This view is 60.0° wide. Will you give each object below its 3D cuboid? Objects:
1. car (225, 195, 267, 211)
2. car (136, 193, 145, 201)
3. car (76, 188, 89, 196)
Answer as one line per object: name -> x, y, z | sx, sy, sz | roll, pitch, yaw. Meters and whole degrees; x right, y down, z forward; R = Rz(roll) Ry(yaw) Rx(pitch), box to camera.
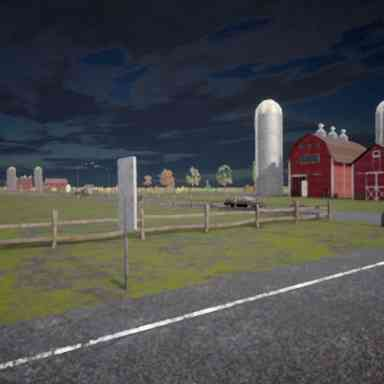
car -> 5.665, 1.078, 35.308 | 1.882, 1.535, 5.008 | -1, 1, -36
car -> -10.041, 0.890, 57.232 | 2.033, 1.411, 5.357 | -1, 1, -35
car -> -29.309, 0.033, 88.774 | 2.150, 2.045, 5.566 | -1, 1, -36
